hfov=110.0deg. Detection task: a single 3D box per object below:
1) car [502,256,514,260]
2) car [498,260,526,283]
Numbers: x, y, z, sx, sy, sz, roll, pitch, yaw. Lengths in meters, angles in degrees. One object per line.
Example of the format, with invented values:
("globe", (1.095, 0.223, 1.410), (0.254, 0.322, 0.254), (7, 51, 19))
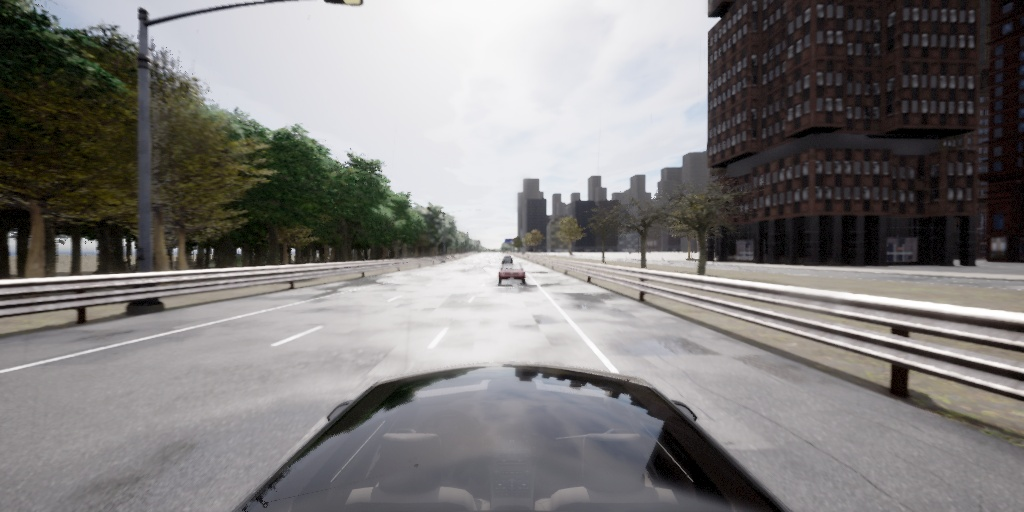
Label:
("car", (-0.724, 0.710, 60.567), (2.033, 1.649, 4.856), (0, 1, -1))
("car", (-0.023, 1.202, 25.703), (1.895, 1.301, 4.718), (0, 0, 0))
